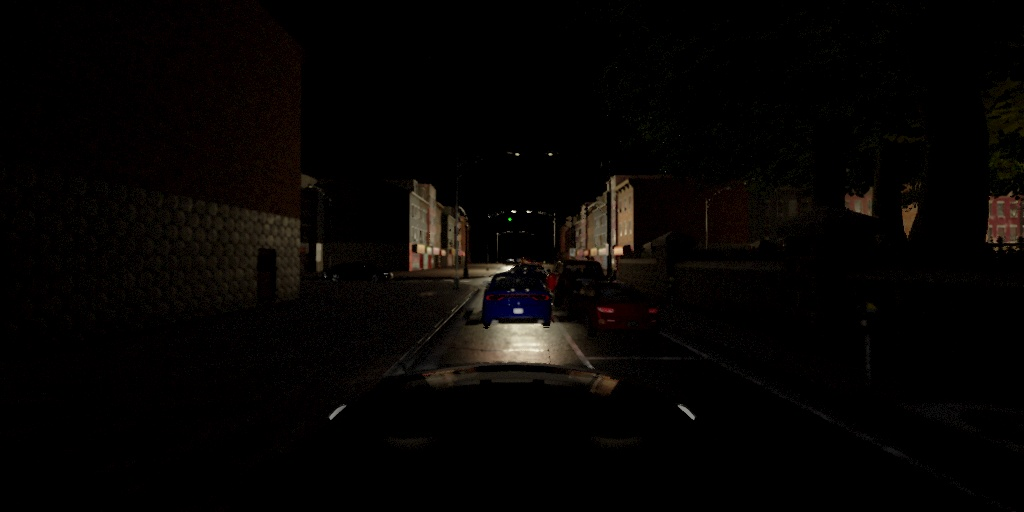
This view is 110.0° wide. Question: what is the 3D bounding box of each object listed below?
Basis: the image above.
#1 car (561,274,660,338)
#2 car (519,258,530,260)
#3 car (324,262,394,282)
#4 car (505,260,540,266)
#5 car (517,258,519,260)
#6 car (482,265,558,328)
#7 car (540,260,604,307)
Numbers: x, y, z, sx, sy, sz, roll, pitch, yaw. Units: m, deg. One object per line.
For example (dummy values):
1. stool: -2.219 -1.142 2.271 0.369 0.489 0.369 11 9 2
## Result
1. car: 2.638 1.342 9.931 1.802 1.307 4.207 0 0 0
2. car: 2.420 1.402 58.120 1.888 1.381 4.507 0 0 0
3. car: -11.402 1.220 26.891 4.892 1.490 1.837 0 -1 0
4. car: 1.093 1.249 22.984 1.882 1.535 5.008 -1 0 17
5. car: 2.395 1.189 63.557 2.192 1.841 5.009 0 0 0
6. car: 0.087 1.233 11.484 1.882 1.535 5.008 0 0 -2
7. car: 2.614 1.080 15.380 2.192 1.841 5.009 0 0 0
